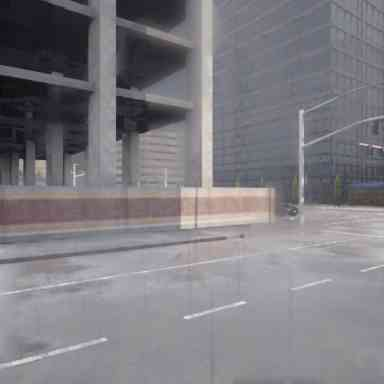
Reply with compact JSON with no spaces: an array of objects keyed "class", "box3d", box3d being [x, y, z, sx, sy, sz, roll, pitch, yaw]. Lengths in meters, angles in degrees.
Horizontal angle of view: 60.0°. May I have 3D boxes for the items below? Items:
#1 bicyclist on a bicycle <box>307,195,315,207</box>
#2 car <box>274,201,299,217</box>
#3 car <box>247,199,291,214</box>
[{"class":"bicyclist on a bicycle","box3d":[16.533,1.301,46.187,1.656,1.620,0.582,0,0,-36]},{"class":"car","box3d":[8.063,1.564,31.496,1.994,1.385,4.181,0,0,-36]},{"class":"car","box3d":[8.469,1.526,36.896,1.812,1.442,4.674,0,0,-36]}]
